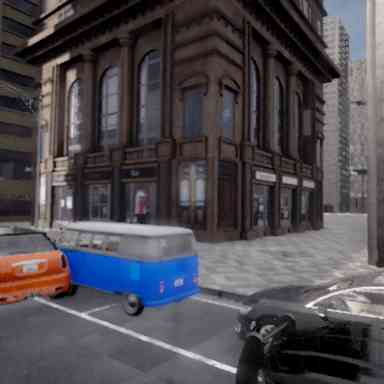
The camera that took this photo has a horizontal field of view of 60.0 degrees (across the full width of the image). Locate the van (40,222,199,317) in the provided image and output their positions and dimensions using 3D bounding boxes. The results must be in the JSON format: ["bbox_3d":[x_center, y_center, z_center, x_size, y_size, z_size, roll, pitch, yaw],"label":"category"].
[{"bbox_3d":[-1.733,1.658,8.006,3.998,1.788,1.690,-1,-3,38],"label":"van"}]

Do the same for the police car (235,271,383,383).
[{"bbox_3d":[2.774,1.568,2.161,5.238,1.638,1.930,-1,-3,38],"label":"police car"}]

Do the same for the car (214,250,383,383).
[{"bbox_3d":[2.707,1.792,4.559,4.403,1.369,2.008,-1,-3,38],"label":"car"}]

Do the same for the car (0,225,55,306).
[{"bbox_3d":[-5.023,1.628,8.197,4.553,1.767,2.097,-1,-3,38],"label":"car"}]
